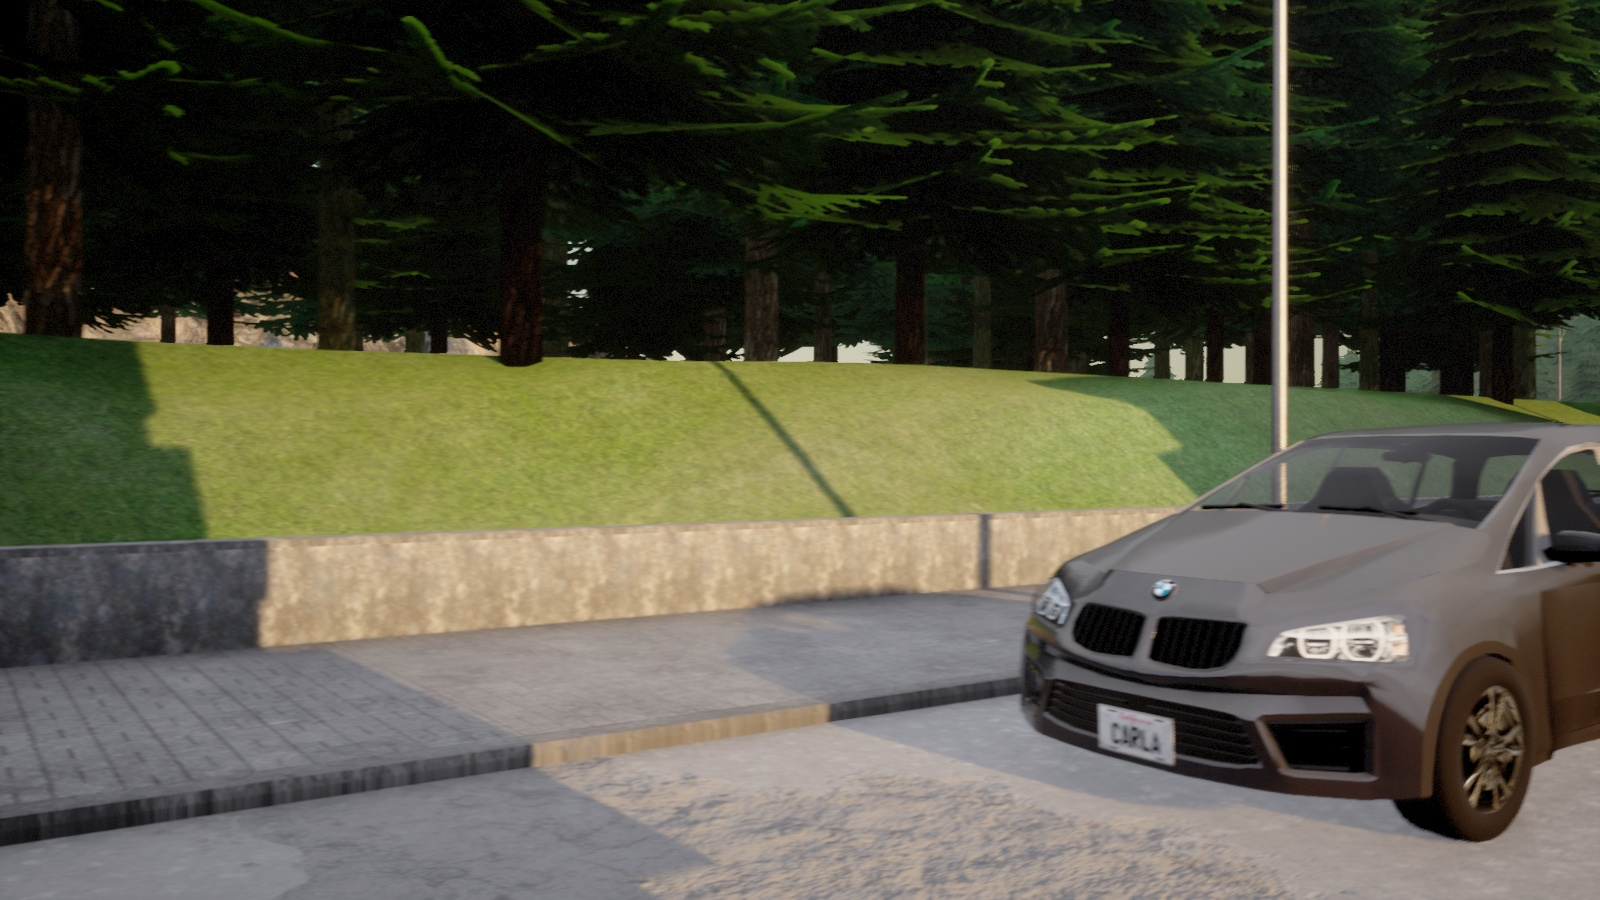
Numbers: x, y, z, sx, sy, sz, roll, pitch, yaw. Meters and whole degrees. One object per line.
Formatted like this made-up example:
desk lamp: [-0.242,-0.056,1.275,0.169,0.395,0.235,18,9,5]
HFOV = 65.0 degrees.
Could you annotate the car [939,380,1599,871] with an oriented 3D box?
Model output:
car: [3.211,0.598,6.504,4.611,1.667,2.242,0,0,-35]
